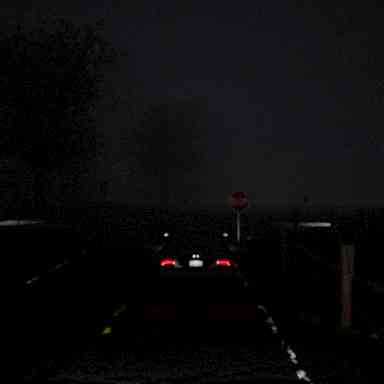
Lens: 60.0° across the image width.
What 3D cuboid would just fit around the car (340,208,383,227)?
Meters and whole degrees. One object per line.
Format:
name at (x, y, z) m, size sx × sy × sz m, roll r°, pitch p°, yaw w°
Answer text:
car at (13.772, 1.917, 25.741) m, size 4.181 × 1.385 × 1.994 m, roll 1°, pitch 0°, yaw 2°

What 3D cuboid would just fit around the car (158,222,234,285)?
car at (0.113, 1.597, 9.681) m, size 2.033 × 1.411 × 5.357 m, roll 0°, pitch 0°, yaw 1°
